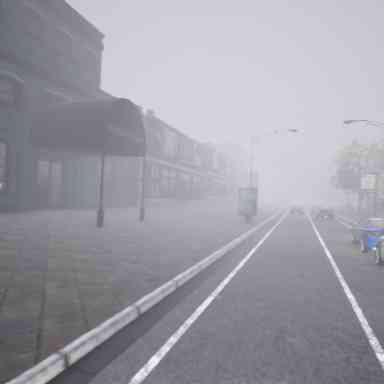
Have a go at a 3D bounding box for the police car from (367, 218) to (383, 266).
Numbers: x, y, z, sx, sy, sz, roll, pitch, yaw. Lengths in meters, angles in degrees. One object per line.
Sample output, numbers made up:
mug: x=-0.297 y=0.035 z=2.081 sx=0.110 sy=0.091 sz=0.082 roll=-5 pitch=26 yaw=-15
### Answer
police car: x=7.010 y=1.790 z=10.090 sx=1.930 sy=1.638 sz=5.238 roll=2 pitch=-1 yaw=18

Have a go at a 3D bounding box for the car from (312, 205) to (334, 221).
car: x=14.967 y=2.377 z=37.592 sx=1.837 sy=1.490 sz=4.892 roll=2 pitch=0 yaw=18

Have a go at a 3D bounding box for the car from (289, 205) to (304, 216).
car: x=14.185 y=2.462 z=44.986 sx=1.895 sy=1.301 sz=4.718 roll=2 pitch=0 yaw=18

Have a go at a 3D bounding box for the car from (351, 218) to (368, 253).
car: x=8.818 y=1.963 z=15.693 sx=1.882 sy=1.535 sz=5.008 roll=2 pitch=-1 yaw=18
